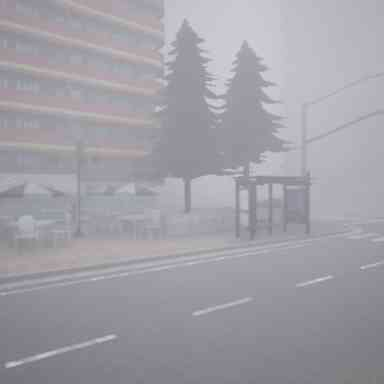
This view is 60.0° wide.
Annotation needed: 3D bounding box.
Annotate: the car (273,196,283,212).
[{"bbox_3d":[8.443,1.401,32.737,2.128,1.511,4.902,0,0,-36],"label":"car"}]
